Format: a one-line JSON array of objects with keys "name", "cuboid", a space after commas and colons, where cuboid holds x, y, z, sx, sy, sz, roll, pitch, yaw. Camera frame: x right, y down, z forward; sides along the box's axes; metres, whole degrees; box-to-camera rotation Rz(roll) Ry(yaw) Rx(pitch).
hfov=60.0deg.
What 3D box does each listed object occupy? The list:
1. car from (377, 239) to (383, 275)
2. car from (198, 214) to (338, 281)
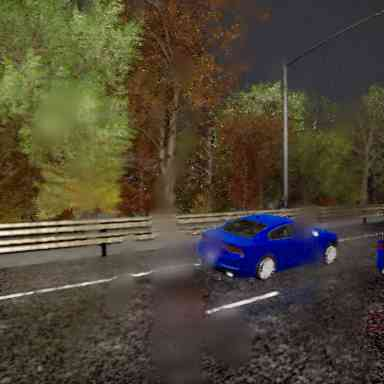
[{"name": "car", "cuboid": [6.942, 1.502, 9.083, 5.008, 1.535, 1.882, 0, -1, -37]}, {"name": "car", "cuboid": [2.489, 1.433, 10.033, 5.008, 1.535, 1.882, -2, 8, -37]}]
